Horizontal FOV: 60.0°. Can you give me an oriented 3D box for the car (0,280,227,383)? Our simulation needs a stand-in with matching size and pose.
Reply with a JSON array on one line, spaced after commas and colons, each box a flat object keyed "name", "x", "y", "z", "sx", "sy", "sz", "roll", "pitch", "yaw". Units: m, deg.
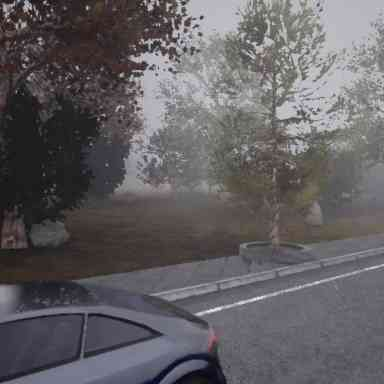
[{"name": "car", "x": -1.723, "y": 1.564, "z": 2.760, "sx": 4.181, "sy": 1.385, "sz": 1.994, "roll": 0, "pitch": 0, "yaw": -35}]
